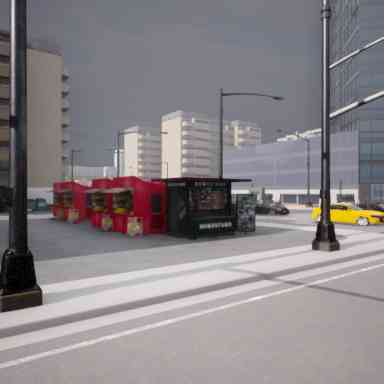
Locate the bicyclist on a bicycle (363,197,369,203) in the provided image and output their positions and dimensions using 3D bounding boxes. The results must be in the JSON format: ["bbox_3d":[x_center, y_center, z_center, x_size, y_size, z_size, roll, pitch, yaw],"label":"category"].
[{"bbox_3d":[22.232,1.461,42.453,1.656,1.620,0.582,0,0,-36],"label":"bicyclist on a bicycle"}]

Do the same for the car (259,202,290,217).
[{"bbox_3d":[7.897,1.747,34.150,1.994,1.385,4.181,0,-1,-36],"label":"car"}]

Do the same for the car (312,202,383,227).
[{"bbox_3d":[11.087,1.550,23.783,1.882,1.535,5.008,0,-1,-36],"label":"car"}]

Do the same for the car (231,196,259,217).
[{"bbox_3d":[3.739,1.439,33.931,2.150,2.045,5.566,0,-1,-36],"label":"car"}]
